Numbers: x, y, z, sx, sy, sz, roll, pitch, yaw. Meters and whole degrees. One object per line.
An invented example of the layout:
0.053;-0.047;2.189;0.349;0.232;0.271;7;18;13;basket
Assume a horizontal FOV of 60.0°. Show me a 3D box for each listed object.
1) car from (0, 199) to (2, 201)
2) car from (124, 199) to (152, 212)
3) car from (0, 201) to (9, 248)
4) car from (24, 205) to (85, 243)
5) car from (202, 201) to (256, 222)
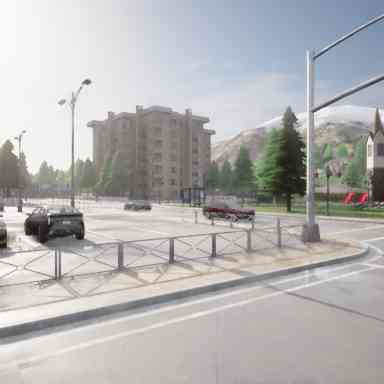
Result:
-21.613;1.374;36.410;1.845;1.501;3.633;0;0;-36;car
-6.424;1.564;39.192;1.994;1.385;4.181;0;0;-36;car
-8.883;1.331;13.426;2.152;1.636;5.027;0;0;-36;car
-6.370;1.340;15.305;2.007;1.523;4.514;0;0;-36;car
2.877;1.478;26.532;1.882;1.535;5.008;0;0;-36;car
